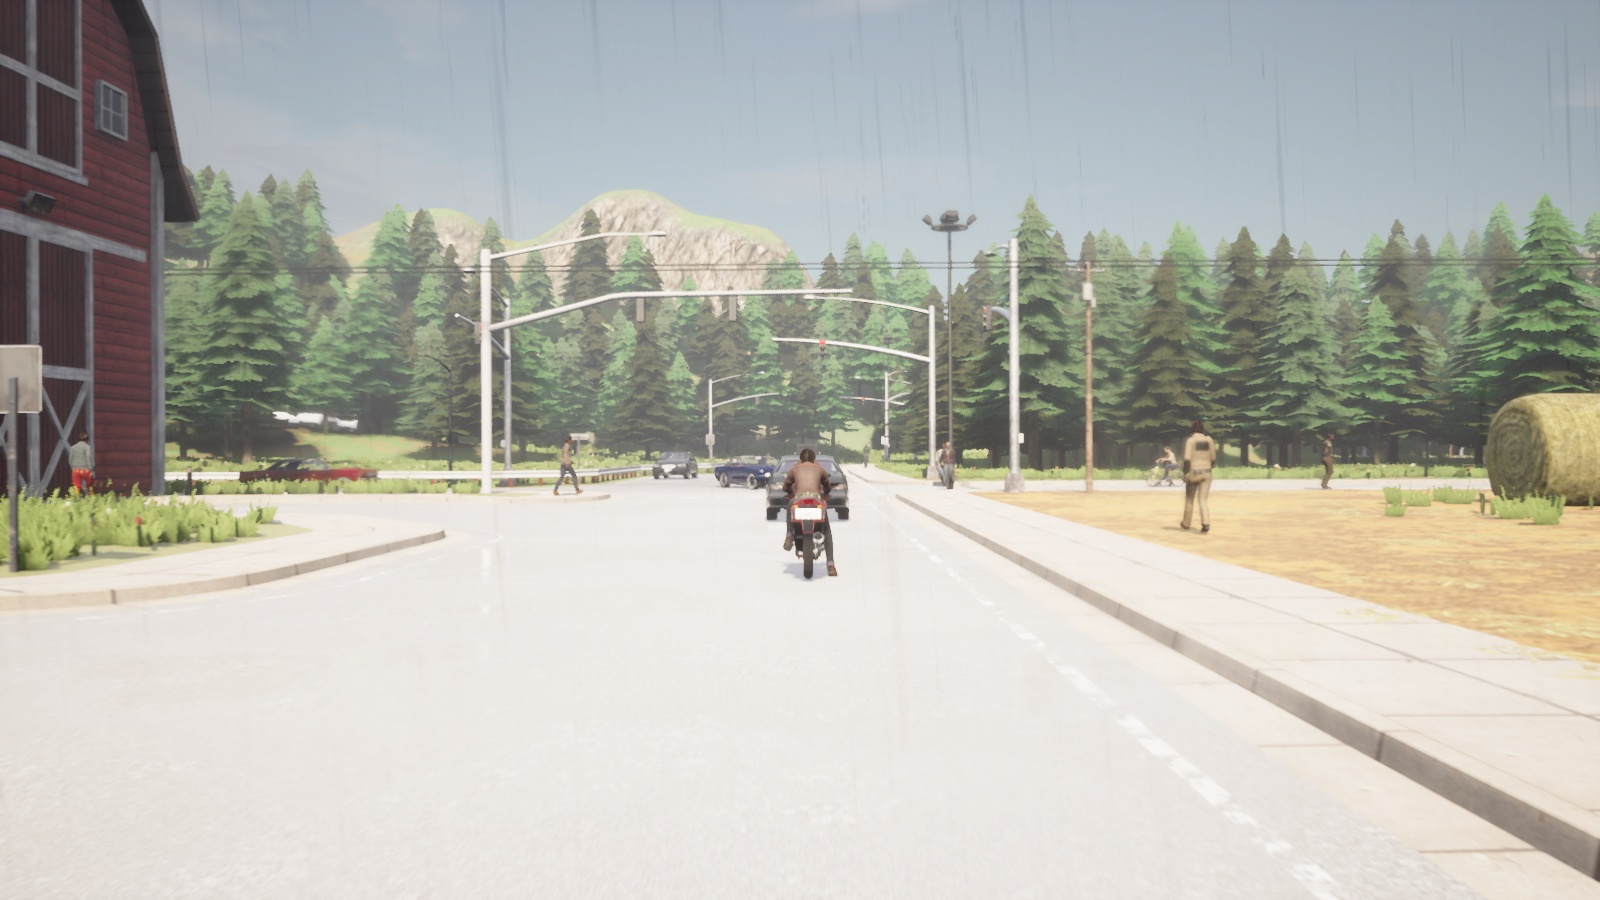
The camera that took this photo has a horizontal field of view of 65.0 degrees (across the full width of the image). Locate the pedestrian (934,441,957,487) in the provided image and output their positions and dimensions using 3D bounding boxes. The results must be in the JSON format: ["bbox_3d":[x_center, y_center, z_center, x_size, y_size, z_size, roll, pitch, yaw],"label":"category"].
[{"bbox_3d":[5.844,0.560,50.562,0.874,1.855,0.900,0,0,3],"label":"pedestrian"}]

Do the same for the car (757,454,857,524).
[{"bbox_3d":[0.168,0.801,28.329,2.033,1.411,5.357,0,0,0],"label":"car"}]

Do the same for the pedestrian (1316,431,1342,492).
[{"bbox_3d":[16.946,0.362,40.221,0.692,1.930,0.395,0,0,10],"label":"pedestrian"}]

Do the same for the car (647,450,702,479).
[{"bbox_3d":[-6.597,0.735,66.439,2.128,1.511,4.902,0,0,3],"label":"car"}]

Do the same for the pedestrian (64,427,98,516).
[{"bbox_3d":[-15.164,0.450,26.506,0.353,1.847,0.614,0,0,1],"label":"pedestrian"}]

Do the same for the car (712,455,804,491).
[{"bbox_3d":[-1.728,0.878,49.739,1.895,1.301,4.718,0,0,-25],"label":"car"}]

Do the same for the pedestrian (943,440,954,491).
[{"bbox_3d":[5.372,0.557,45.418,0.376,1.854,0.720,0,0,8],"label":"pedestrian"}]

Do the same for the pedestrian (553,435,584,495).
[{"bbox_3d":[-7.033,0.438,38.146,0.869,1.805,0.328,0,0,-40],"label":"pedestrian"}]

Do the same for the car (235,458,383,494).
[{"bbox_3d":[-18.085,0.944,46.417,4.718,1.301,1.895,0,0,1],"label":"car"}]

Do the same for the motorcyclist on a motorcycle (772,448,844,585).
[{"bbox_3d":[0.093,0.739,15.036,0.797,1.523,2.044,0,0,0],"label":"motorcyclist on a motorcycle"}]

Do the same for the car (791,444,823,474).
[{"bbox_3d":[0.454,0.552,78.670,1.905,1.878,3.866,0,0,1],"label":"car"}]

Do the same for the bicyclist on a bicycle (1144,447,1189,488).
[{"bbox_3d":[14.332,0.673,49.148,1.509,1.612,0.866,0,0,1],"label":"bicyclist on a bicycle"}]

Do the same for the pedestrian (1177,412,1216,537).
[{"bbox_3d":[6.262,0.382,19.844,0.396,1.930,0.692,0,0,-1],"label":"pedestrian"}]
